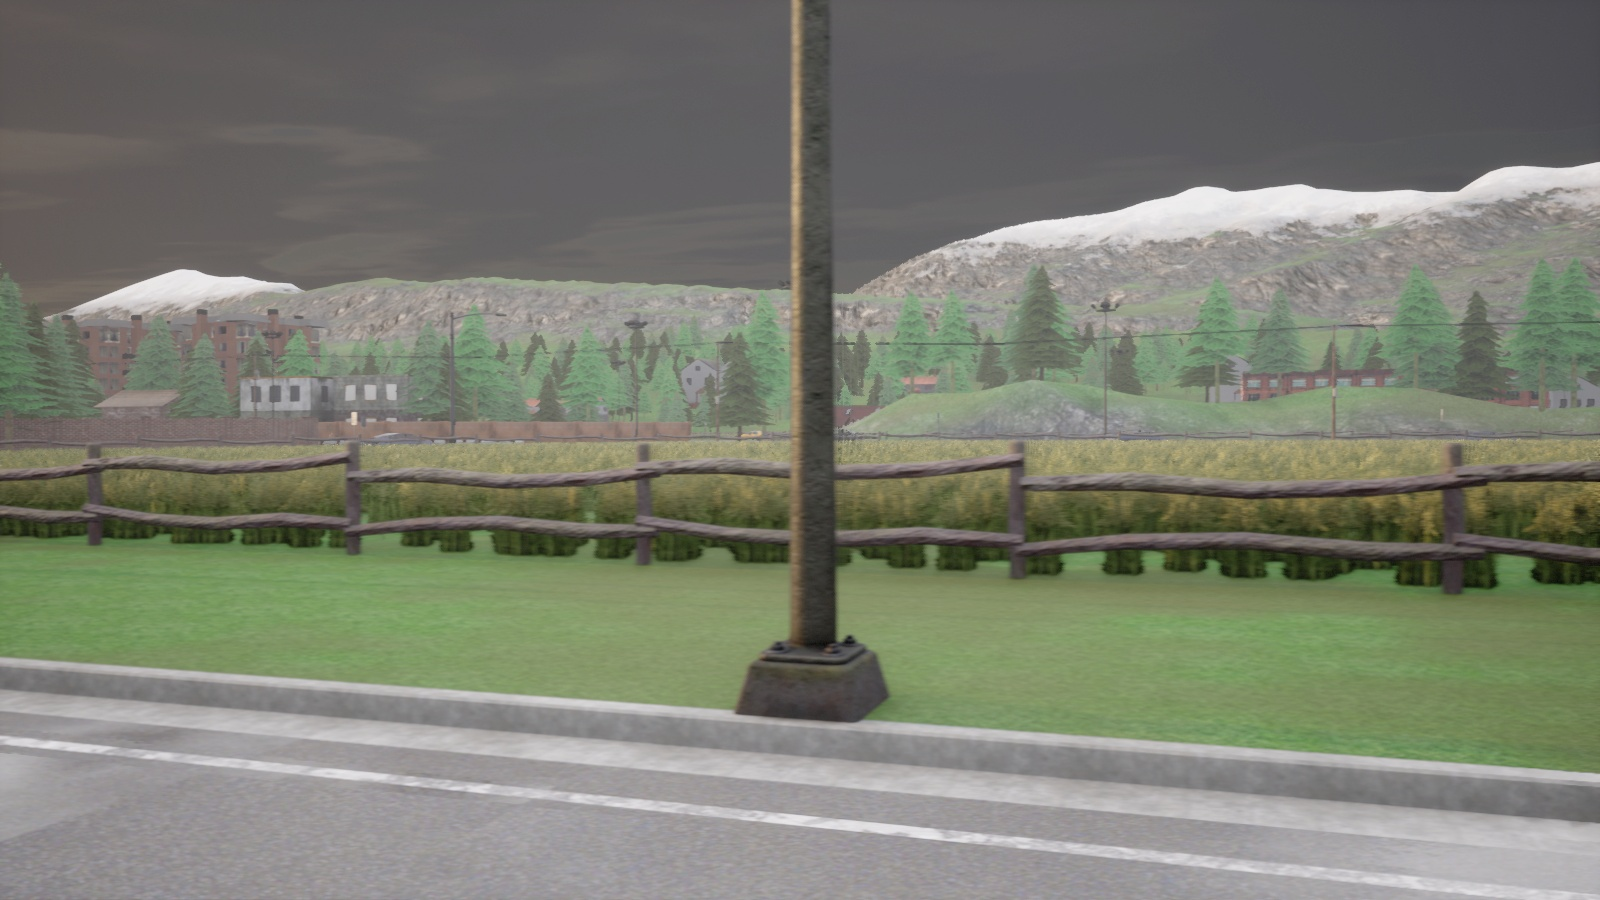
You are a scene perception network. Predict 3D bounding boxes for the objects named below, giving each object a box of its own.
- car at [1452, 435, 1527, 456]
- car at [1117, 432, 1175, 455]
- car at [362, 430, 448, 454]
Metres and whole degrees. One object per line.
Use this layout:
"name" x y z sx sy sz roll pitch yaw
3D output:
"car" 46.980 -0.304 85.644 4.181 1.385 1.994 1 1 18
"car" 23.713 -0.483 85.979 3.705 1.549 1.789 0 1 18
"car" -25.206 -0.554 80.238 2.163 1.488 4.792 1 1 44
